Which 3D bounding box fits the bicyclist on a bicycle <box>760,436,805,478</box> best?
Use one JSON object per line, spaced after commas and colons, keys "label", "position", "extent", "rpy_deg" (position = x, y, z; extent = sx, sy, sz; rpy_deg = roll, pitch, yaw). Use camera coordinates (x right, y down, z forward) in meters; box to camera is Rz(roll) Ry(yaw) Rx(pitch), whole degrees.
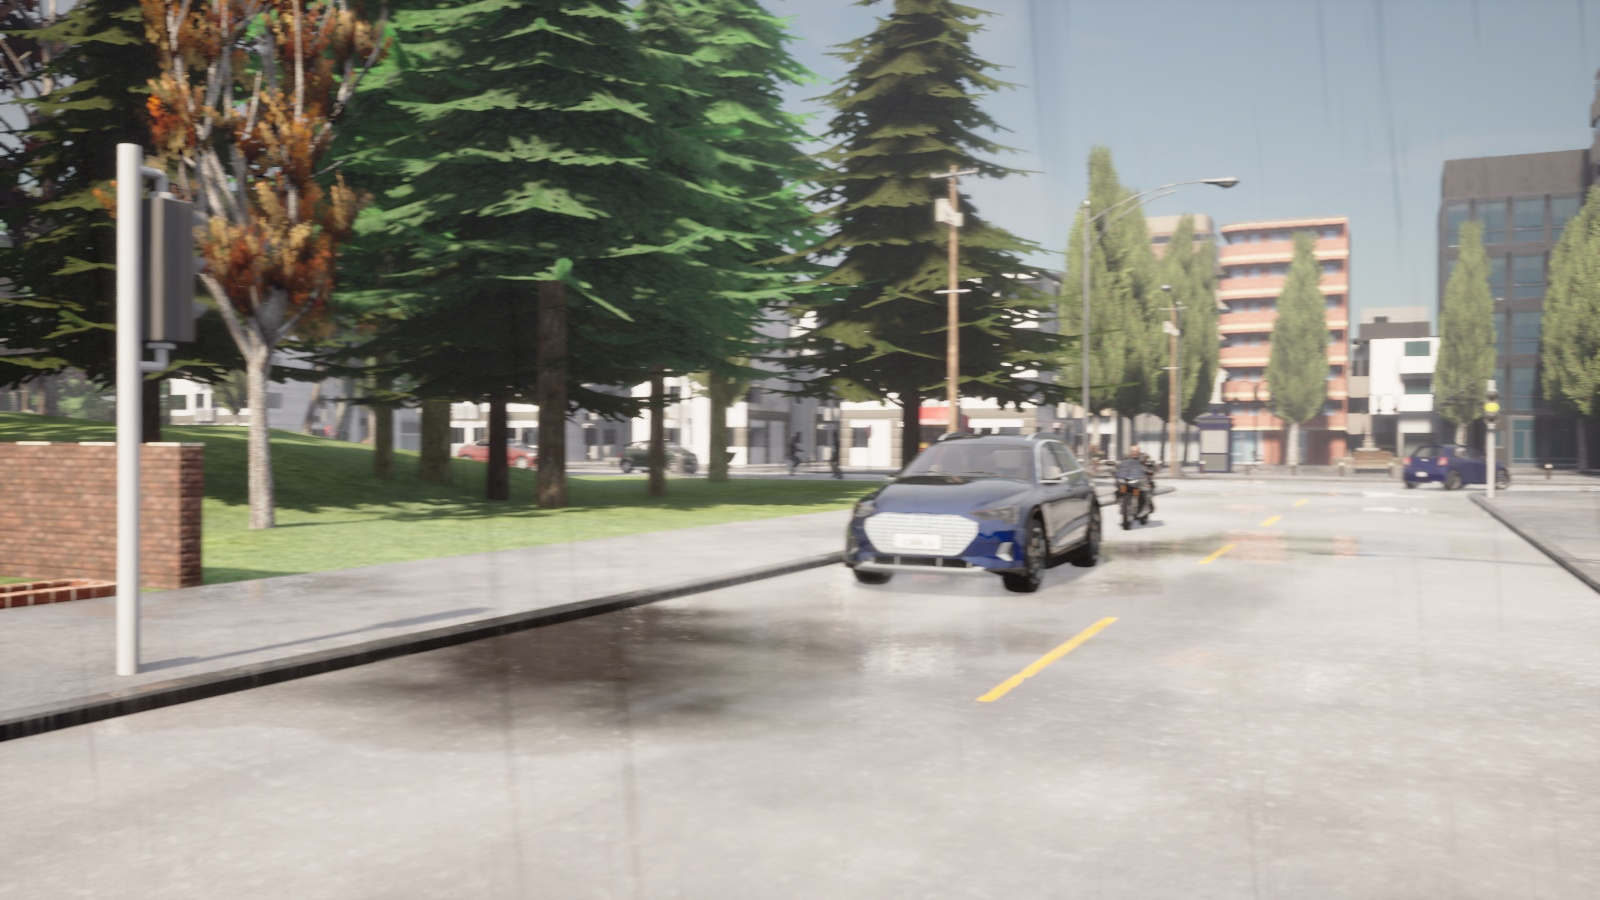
{"label": "bicyclist on a bicycle", "position": [-0.747, 0.273, 53.836], "extent": [1.843, 1.776, 0.659], "rpy_deg": [0, 0, 25]}

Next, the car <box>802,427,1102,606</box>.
{"label": "car", "position": [1.945, 0.599, 14.245], "extent": [2.033, 1.649, 4.856], "rpy_deg": [1, 0, 24]}

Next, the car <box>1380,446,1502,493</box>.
{"label": "car", "position": [21.422, 0.631, 41.990], "extent": [3.633, 1.501, 1.845], "rpy_deg": [0, 0, -27]}

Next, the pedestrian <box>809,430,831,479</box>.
{"label": "pedestrian", "position": [0.737, 0.164, 47.094], "extent": [0.726, 1.835, 0.370], "rpy_deg": [1, 0, 21]}

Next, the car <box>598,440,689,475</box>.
{"label": "car", "position": [-7.066, 0.322, 56.710], "extent": [3.705, 1.549, 1.789], "rpy_deg": [0, 0, 25]}

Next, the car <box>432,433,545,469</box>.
{"label": "car", "position": [-14.978, 0.049, 60.342], "extent": [5.027, 1.651, 2.152], "rpy_deg": [1, 0, 25]}

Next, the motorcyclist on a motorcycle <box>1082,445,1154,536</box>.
{"label": "motorcyclist on a motorcycle", "position": [5.703, 0.676, 22.428], "extent": [0.866, 1.530, 2.191], "rpy_deg": [1, 0, 25]}
